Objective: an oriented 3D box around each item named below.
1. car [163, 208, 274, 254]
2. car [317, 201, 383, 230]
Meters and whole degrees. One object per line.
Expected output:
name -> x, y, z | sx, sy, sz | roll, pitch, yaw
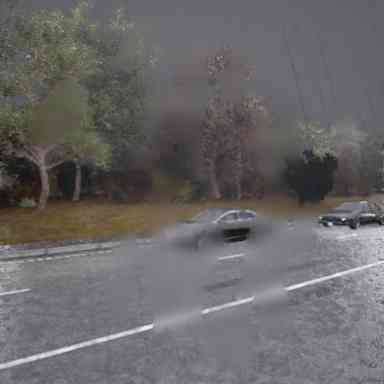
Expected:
car -> 1.173, 1.417, 13.367 | 4.902, 1.511, 2.128 | -1, 1, -35
car -> 9.549, 1.263, 19.302 | 5.357, 1.411, 2.033 | -2, 1, -35
